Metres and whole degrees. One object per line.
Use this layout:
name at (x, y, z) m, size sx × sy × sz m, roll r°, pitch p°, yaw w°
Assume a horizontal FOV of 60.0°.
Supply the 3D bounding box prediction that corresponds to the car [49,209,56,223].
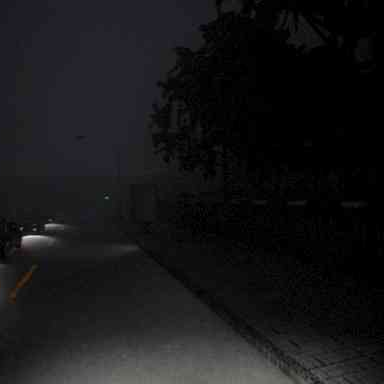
car at (-14.463, 2.350, 32.529) m, size 1.994 × 1.385 × 4.181 m, roll -2°, pitch 0°, yaw -18°

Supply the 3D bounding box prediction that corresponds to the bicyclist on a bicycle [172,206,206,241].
bicyclist on a bicycle at (-0.161, 1.463, 15.454) m, size 1.656 × 1.620 × 0.582 m, roll -2°, pitch 0°, yaw -18°

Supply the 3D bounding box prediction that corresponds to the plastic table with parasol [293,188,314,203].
plastic table with parasol at (19.364, 0.636, 57.925) m, size 2.482 × 2.480 × 2.482 m, roll -2°, pitch 0°, yaw -18°

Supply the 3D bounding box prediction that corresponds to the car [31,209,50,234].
car at (-11.421, 2.167, 23.076) m, size 1.994 × 1.385 × 4.181 m, roll -2°, pitch 0°, yaw -17°

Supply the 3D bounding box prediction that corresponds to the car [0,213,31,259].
car at (-8.599, 1.924, 14.291) m, size 2.128 × 1.511 × 4.902 m, roll -2°, pitch 0°, yaw -18°
